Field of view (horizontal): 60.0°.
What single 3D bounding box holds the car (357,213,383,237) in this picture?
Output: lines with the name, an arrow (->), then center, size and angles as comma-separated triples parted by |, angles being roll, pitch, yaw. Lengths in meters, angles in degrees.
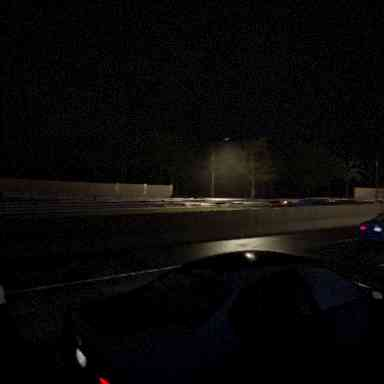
car -> 9.508, 1.553, 14.828 | 5.357, 1.411, 2.033 | 0, 0, -36

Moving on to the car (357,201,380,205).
car -> 17.837, 1.636, 33.890 | 4.718, 1.301, 1.895 | 0, 0, -35

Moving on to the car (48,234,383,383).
car -> 1.030, 1.548, 4.481 | 5.357, 1.411, 2.033 | 0, 0, -35

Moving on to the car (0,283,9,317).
car -> -5.134, 1.602, 4.383 | 4.718, 1.301, 1.895 | 0, 0, -36

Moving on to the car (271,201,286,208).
car -> 11.056, 1.629, 37.662 | 4.718, 1.301, 1.895 | 0, 0, -35

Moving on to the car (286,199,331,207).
car -> 12.323, 1.503, 34.269 | 5.008, 1.535, 1.882 | 0, 0, -35
